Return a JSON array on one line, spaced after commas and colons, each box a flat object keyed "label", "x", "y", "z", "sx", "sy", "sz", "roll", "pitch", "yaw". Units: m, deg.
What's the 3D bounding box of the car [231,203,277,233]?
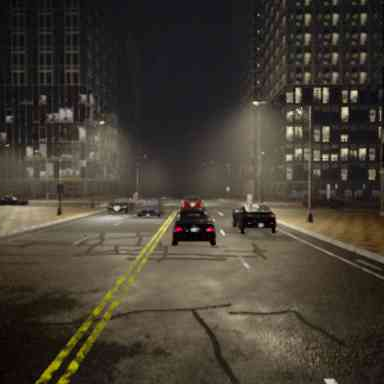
[{"label": "car", "x": 3.324, "y": 1.360, "z": 18.458, "sx": 2.128, "sy": 1.511, "sz": 4.902, "roll": 0, "pitch": 0, "yaw": 0}]

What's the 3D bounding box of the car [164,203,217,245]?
[{"label": "car", "x": 0.080, "y": 1.443, "z": 14.981, "sx": 2.033, "sy": 1.411, "sz": 5.357, "roll": 0, "pitch": 0, "yaw": 0}]

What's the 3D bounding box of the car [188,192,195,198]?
[{"label": "car", "x": -0.136, "y": 0.807, "z": 89.920, "sx": 1.994, "sy": 1.385, "sz": 4.181, "roll": 0, "pitch": 0, "yaw": 0}]

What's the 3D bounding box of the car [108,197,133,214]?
[{"label": "car", "x": -6.568, "y": 1.268, "z": 31.540, "sx": 2.128, "sy": 1.511, "sz": 4.902, "roll": 0, "pitch": 0, "yaw": 0}]

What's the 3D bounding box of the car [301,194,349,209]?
[{"label": "car", "x": 16.140, "y": 1.233, "z": 41.276, "sx": 5.009, "sy": 1.841, "sz": 2.192, "roll": 0, "pitch": 1, "yaw": 1}]

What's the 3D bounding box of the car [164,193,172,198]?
[{"label": "car", "x": -6.640, "y": 0.899, "z": 91.814, "sx": 1.895, "sy": 1.301, "sz": 4.718, "roll": 0, "pitch": 0, "yaw": 0}]

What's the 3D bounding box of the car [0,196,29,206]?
[{"label": "car", "x": -22.787, "y": 1.145, "z": 41.744, "sx": 4.313, "sy": 1.339, "sz": 1.947, "roll": 1, "pitch": 1, "yaw": 1}]

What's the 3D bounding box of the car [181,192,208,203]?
[{"label": "car", "x": 0.057, "y": 1.132, "z": 30.693, "sx": 2.097, "sy": 1.767, "sz": 4.553, "roll": 0, "pitch": 0, "yaw": 0}]

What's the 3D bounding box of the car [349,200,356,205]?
[{"label": "car", "x": 21.736, "y": 1.299, "z": 49.572, "sx": 4.829, "sy": 1.417, "sz": 1.752, "roll": 0, "pitch": 1, "yaw": 1}]

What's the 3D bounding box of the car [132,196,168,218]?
[{"label": "car", "x": -3.343, "y": 1.348, "z": 28.033, "sx": 2.033, "sy": 1.411, "sz": 5.357, "roll": 0, "pitch": 0, "yaw": 0}]
